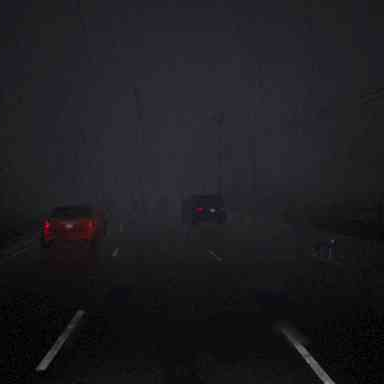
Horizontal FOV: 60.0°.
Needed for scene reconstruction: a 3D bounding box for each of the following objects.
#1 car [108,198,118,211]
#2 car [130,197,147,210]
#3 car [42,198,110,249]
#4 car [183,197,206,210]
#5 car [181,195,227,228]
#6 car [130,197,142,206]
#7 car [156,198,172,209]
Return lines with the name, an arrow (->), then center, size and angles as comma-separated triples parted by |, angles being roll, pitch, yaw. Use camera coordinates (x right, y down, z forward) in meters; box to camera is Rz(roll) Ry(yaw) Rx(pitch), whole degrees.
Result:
car -> -9.891, 1.436, 39.896 | 1.882, 1.535, 5.008 | 0, 0, -11
car -> -6.869, 1.557, 42.653 | 1.895, 1.301, 4.718 | 0, 0, -11
car -> -5.062, 1.336, 14.819 | 2.097, 1.767, 4.553 | 0, 0, -9
car -> 0.239, 1.447, 42.795 | 2.128, 1.511, 4.902 | 0, 0, -11
car -> 0.690, 1.198, 22.462 | 2.150, 2.045, 5.566 | 0, 0, -11
car -> -9.226, 1.544, 54.567 | 1.895, 1.301, 4.718 | 0, 0, -11
car -> -3.921, 1.499, 45.738 | 2.033, 1.411, 5.357 | 0, 0, -10
